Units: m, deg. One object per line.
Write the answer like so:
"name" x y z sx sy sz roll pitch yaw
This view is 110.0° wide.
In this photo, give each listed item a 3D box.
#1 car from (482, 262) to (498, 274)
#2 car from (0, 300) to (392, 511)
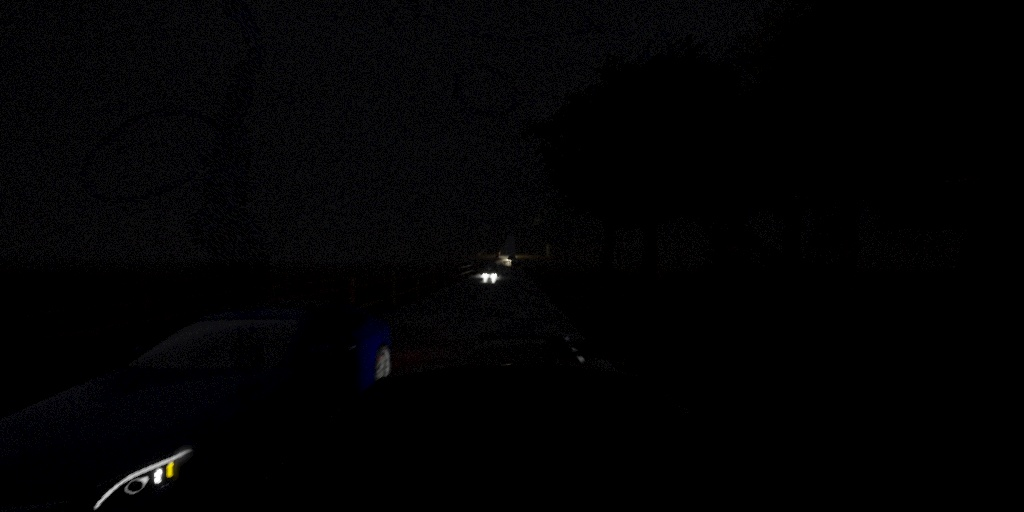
"car" -2.823 1.501 47.289 2.128 1.511 4.902 0 0 0
"car" -2.837 1.298 4.139 1.812 1.442 4.674 0 -1 0
